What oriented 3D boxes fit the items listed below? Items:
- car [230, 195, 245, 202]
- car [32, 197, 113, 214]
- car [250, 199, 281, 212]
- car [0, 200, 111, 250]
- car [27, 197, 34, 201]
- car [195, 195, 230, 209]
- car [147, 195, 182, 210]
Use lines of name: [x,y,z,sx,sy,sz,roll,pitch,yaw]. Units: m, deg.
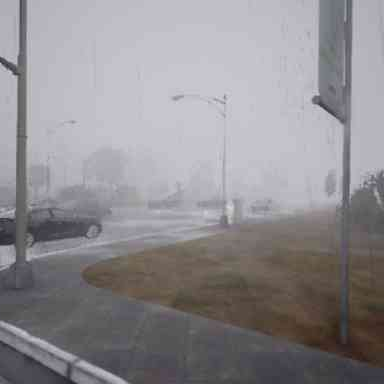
car: [6.797,1.252,53.457,2.033,1.411,5.357,1,1,32]
car: [-8.078,1.259,23.558,2.033,1.411,5.357,1,1,32]
car: [8.007,1.399,35.731,1.895,1.301,4.718,1,1,32]
car: [-5.956,1.303,13.617,1.882,1.535,5.008,1,1,32]
car: [-11.530,1.154,24.644,2.128,1.511,4.902,1,1,32]
car: [2.266,1.174,39.912,1.882,1.535,5.008,1,1,32]
car: [-3.058,1.128,38.048,1.882,1.535,5.008,1,1,32]
